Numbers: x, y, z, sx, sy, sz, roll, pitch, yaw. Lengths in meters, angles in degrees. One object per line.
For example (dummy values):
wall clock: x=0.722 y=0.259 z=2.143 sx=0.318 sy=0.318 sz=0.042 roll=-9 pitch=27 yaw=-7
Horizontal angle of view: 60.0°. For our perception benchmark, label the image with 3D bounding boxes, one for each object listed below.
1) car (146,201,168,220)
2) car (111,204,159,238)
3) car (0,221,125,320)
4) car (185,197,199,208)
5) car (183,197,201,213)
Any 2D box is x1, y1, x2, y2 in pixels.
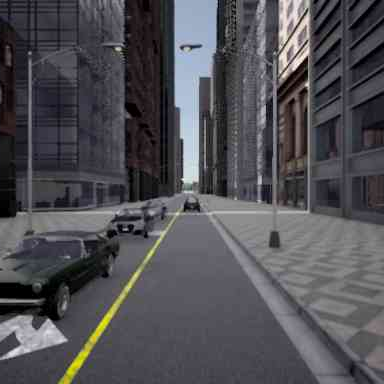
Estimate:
car: x=-3.085 y=1.481 z=27.866 sx=2.128 sy=1.511 sz=4.902 roll=0 pitch=0 yaw=0
car: x=-3.091 y=1.556 z=17.539 sx=1.994 sy=1.385 sz=4.181 roll=0 pitch=0 yaw=0
car: x=-3.094 y=1.598 z=7.452 sx=1.895 sy=1.301 sz=4.718 roll=0 pitch=0 yaw=2
car: x=-0.003 y=1.498 z=48.676 sx=1.837 sy=1.490 sz=4.892 roll=0 pitch=0 yaw=0
car: x=-0.006 y=1.467 z=37.683 sx=1.882 sy=1.535 sz=5.008 roll=0 pitch=0 yaw=0
